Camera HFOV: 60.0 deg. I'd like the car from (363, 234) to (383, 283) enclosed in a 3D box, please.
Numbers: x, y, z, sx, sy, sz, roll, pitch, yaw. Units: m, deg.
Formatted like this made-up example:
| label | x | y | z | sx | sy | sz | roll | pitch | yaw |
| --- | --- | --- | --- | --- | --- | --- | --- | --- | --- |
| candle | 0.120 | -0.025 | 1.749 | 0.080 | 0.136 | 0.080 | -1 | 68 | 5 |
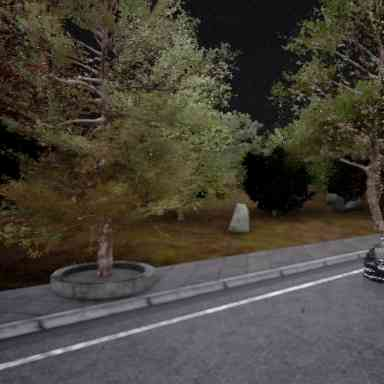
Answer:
| label | x | y | z | sx | sy | sz | roll | pitch | yaw |
| --- | --- | --- | --- | --- | --- | --- | --- | --- | --- |
| car | 6.274 | 1.487 | 8.469 | 4.892 | 1.490 | 1.837 | 0 | 0 | -36 |
